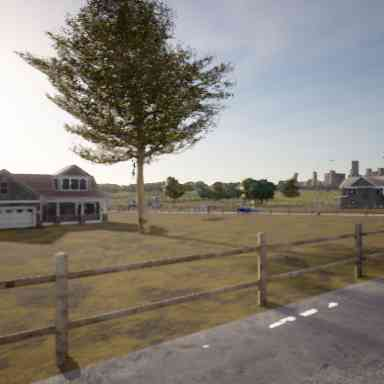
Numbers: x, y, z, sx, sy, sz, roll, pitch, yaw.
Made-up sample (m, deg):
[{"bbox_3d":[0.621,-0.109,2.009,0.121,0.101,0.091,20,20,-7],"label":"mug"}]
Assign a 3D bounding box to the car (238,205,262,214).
[{"bbox_3d":[10.231,3.123,59.445,1.882,1.535,5.008,0,-2,-35],"label":"car"}]
